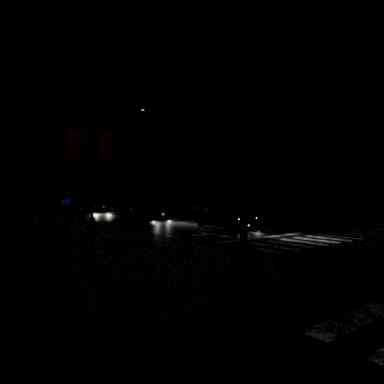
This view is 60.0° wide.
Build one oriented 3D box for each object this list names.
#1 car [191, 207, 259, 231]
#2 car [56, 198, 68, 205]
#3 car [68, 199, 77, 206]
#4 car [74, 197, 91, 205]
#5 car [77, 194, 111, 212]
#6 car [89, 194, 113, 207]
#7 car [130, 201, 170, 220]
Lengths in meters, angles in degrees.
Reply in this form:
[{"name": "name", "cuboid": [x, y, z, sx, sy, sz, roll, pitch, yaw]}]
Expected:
[{"name": "car", "cuboid": [2.043, 1.658, 21.331, 1.895, 1.301, 4.718, 0, 0, -36]}, {"name": "car", "cuboid": [-25.091, 1.819, 65.119, 1.994, 1.385, 4.181, 0, 0, -36]}, {"name": "car", "cuboid": [-18.952, 1.819, 56.556, 1.895, 1.301, 4.718, 0, 0, -36]}, {"name": "car", "cuboid": [-21.821, 1.760, 66.136, 1.837, 1.490, 4.892, 0, 0, -36]}, {"name": "car", "cuboid": [-11.788, 1.367, 40.652, 2.150, 2.045, 5.566, 0, 0, -35]}, {"name": "car", "cuboid": [-15.869, 1.443, 57.826, 2.150, 2.045, 5.566, 0, 0, -35]}, {"name": "car", "cuboid": [-3.814, 1.587, 29.505, 2.128, 1.511, 4.902, 0, 0, -36]}]
